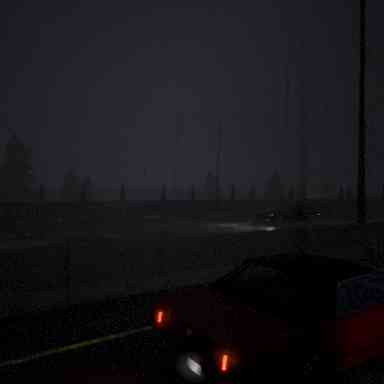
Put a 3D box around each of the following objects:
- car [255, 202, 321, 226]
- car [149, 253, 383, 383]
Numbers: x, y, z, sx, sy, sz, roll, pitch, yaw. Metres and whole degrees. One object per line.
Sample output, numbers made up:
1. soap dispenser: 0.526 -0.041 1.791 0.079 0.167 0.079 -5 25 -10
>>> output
1. car: 6.784 1.464 23.525 5.008 1.535 1.882 0 0 -25
2. car: 1.894 1.594 4.802 4.718 1.301 1.895 0 0 -32
